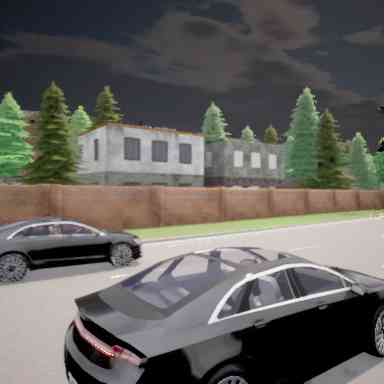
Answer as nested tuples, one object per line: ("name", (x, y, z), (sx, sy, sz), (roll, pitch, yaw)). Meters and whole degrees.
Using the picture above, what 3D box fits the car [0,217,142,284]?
("car", (-3.781, 1.499, 9.649), (4.902, 1.511, 2.128), (0, 0, -36))

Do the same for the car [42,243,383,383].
("car", (0.914, 1.504, 4.399), (4.902, 1.511, 2.128), (0, 0, -36))
